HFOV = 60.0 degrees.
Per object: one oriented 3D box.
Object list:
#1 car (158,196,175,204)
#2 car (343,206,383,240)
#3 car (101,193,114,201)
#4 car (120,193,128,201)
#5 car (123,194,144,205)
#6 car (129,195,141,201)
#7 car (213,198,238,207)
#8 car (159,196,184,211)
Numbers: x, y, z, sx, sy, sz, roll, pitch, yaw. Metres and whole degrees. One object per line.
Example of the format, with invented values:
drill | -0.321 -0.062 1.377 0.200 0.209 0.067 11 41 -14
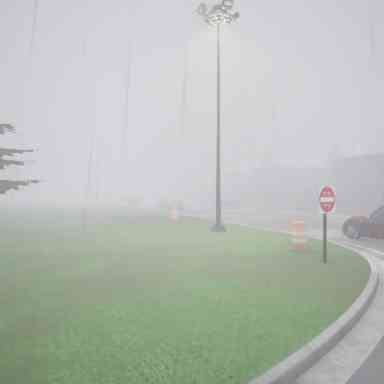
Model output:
car | -5.043 1.526 64.538 1.812 1.442 4.674 0 0 -23
car | 9.055 1.351 14.797 2.097 1.767 4.553 0 0 -23
car | -22.964 1.525 88.206 2.128 1.511 4.902 0 0 -23
car | -15.820 1.225 80.552 2.150 2.045 5.566 0 0 -23
car | -10.417 1.564 59.593 1.994 1.385 4.181 0 0 -23
car | -15.072 1.595 87.609 1.895 1.301 4.718 0 0 -23
car | 5.012 1.601 50.437 1.895 1.301 4.718 0 0 -23
car | -2.504 1.526 41.390 1.812 1.442 4.674 0 0 -24
